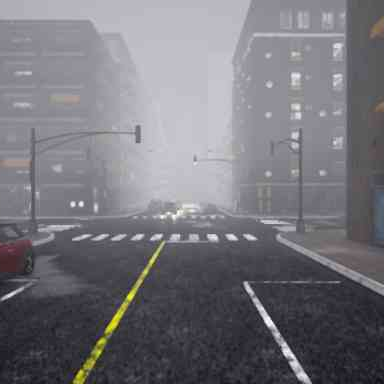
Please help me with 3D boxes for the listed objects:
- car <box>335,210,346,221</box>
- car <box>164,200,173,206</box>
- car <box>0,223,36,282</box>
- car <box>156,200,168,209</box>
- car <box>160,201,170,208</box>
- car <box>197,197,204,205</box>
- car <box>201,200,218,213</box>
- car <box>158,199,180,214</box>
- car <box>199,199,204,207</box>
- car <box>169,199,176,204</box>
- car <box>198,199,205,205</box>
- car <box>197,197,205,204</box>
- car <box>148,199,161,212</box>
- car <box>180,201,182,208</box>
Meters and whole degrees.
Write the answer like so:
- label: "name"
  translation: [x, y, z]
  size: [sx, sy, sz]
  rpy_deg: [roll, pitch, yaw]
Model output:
- label: "car"
  translation: [14.636, 1.839, 28.349]
  size: [4.674, 1.442, 1.812]
  rpy_deg: [0, 0, -1]
- label: "car"
  translation: [-5.371, 2.525, 77.512]
  size: [1.802, 1.307, 4.206]
  rpy_deg: [-1, -1, 0]
- label: "car"
  translation: [-5.459, 1.538, 7.855]
  size: [1.967, 1.590, 4.097]
  rpy_deg: [-1, -1, 0]
- label: "car"
  translation: [-5.361, 2.266, 60.732]
  size: [1.752, 1.417, 4.829]
  rpy_deg: [-1, -1, 0]
- label: "car"
  translation: [-5.364, 2.392, 66.439]
  size: [1.802, 1.307, 4.206]
  rpy_deg: [-1, -1, 0]
- label: "car"
  translation: [2.512, 2.420, 71.930]
  size: [1.887, 1.381, 4.507]
  rpy_deg: [-1, -1, 0]
- label: "car"
  translation: [2.530, 2.123, 44.235]
  size: [1.802, 1.307, 4.206]
  rpy_deg: [-1, -1, 0]
- label: "car"
  translation: [-2.866, 2.031, 42.965]
  size: [1.837, 1.490, 4.892]
  rpy_deg: [0, -1, 0]
- label: "car"
  translation: [2.526, 2.159, 49.774]
  size: [2.008, 1.369, 4.403]
  rpy_deg: [-1, -1, 0]
- label: "car"
  translation: [-5.382, 2.663, 93.953]
  size: [1.752, 1.417, 4.829]
  rpy_deg: [-1, -1, 0]
- label: "car"
  translation: [2.502, 2.655, 88.546]
  size: [1.802, 1.307, 4.206]
  rpy_deg: [-1, -1, 0]
- label: "car"
  translation: [2.496, 2.454, 94.088]
  size: [2.192, 1.841, 5.009]
  rpy_deg: [-1, -1, 0]
- label: "car"
  translation: [-5.357, 1.924, 49.832]
  size: [2.192, 1.841, 5.009]
  rpy_deg: [-1, -1, 0]
- label: "car"
  translation: [-2.869, 2.249, 53.063]
  size: [1.895, 1.301, 4.718]
  rpy_deg: [0, -1, 0]
